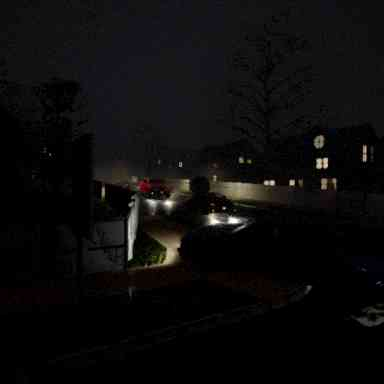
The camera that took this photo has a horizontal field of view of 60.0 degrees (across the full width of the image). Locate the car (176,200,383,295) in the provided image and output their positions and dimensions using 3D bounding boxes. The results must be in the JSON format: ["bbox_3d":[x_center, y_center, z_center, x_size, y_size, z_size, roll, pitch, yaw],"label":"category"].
[{"bbox_3d":[2.262,1.380,8.526,5.357,1.411,2.033,5,11,29],"label":"car"}]

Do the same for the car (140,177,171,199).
[{"bbox_3d":[-3.879,-0.464,34.521,2.150,2.045,5.566,0,3,-21],"label":"car"}]

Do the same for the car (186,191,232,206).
[{"bbox_3d":[1.162,0.662,21.437,1.994,1.385,4.181,0,3,-22],"label":"car"}]

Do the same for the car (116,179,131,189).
[{"bbox_3d":[-11.074,-1.322,53.392,2.128,1.511,4.902,0,3,-21],"label":"car"}]
